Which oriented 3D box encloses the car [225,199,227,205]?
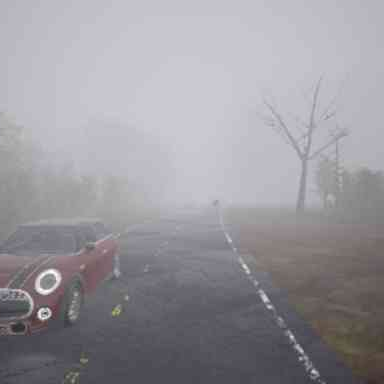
[{"bbox_3d":[6.648,2.096,74.050,1.994,1.385,4.181,0,0,11],"label":"car"}]

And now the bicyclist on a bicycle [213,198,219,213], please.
[{"bbox_3d":[2.690,1.645,38.437,0.659,1.776,1.843,0,0,5],"label":"bicyclist on a bicycle"}]

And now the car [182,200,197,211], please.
[{"bbox_3d":[-0.285,1.887,47.843,2.033,1.411,5.357,0,0,7],"label":"car"}]

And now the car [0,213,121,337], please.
[{"bbox_3d":[-2.986,1.399,7.067,2.097,1.767,4.553,0,0,1],"label":"car"}]

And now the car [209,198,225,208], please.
[{"bbox_3d":[4.132,1.980,57.492,1.994,1.385,4.181,0,0,8],"label":"car"}]

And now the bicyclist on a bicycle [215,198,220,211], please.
[{"bbox_3d":[3.640,1.713,47.609,0.659,1.776,1.843,0,0,6],"label":"bicyclist on a bicycle"}]
